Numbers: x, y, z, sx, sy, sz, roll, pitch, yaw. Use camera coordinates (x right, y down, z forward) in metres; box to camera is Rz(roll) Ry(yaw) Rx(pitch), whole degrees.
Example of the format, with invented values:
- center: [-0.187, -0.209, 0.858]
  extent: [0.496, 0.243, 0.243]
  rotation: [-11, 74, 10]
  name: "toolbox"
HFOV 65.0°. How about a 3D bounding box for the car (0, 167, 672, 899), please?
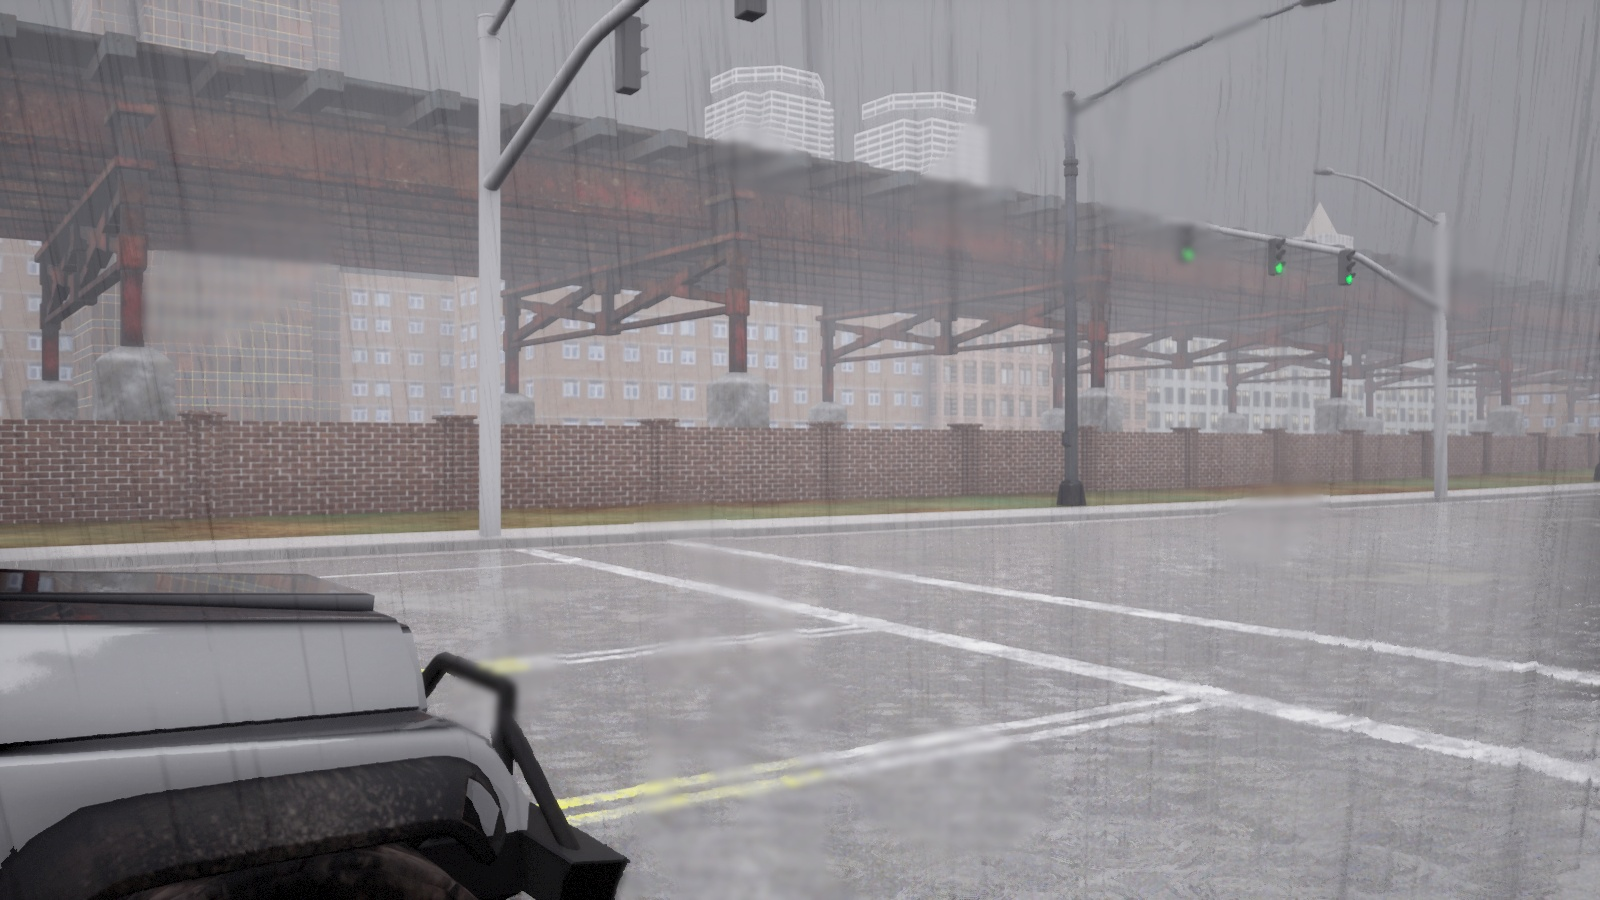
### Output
- center: [-2.370, 0.554, 2.009]
  extent: [3.866, 1.878, 1.905]
  rotation: [0, 0, -35]
  name: "car"
